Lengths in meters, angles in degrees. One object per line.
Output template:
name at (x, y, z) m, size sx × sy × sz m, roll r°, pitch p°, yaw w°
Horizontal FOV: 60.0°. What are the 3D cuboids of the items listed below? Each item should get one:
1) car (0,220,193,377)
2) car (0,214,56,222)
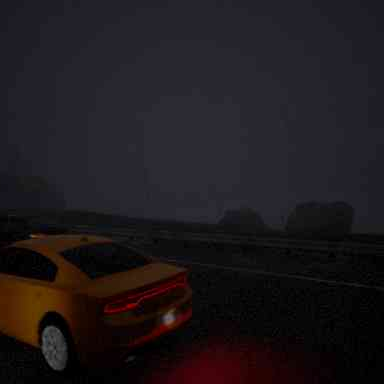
car at (-2.341, 1.476, 5.617) m, size 5.008 × 1.535 × 1.882 m, roll -1°, pitch 0°, yaw 34°
car at (-6.416, 1.545, 12.266) m, size 4.674 × 1.442 × 1.812 m, roll 0°, pitch 0°, yaw 31°
